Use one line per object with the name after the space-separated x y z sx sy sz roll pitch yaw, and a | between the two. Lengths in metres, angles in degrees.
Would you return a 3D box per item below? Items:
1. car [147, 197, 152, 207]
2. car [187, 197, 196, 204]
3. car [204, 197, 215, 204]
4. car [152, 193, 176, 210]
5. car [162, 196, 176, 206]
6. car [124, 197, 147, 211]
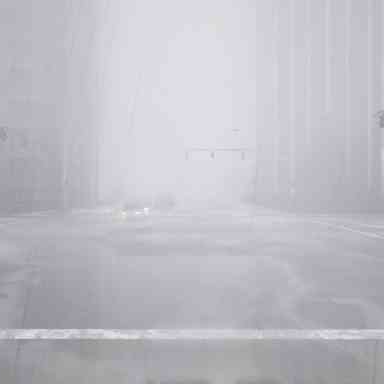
-7.152 1.491 50.696 2.128 1.511 4.902 0 0 0 | car
-0.083 1.601 65.498 1.895 1.301 4.718 0 0 0 | car
3.417 1.601 64.963 1.895 1.301 4.718 0 0 0 | car
-3.655 1.221 44.304 2.150 2.045 5.566 0 0 0 | car
-3.649 1.478 54.300 1.882 1.535 5.008 0 0 0 | car
-7.151 1.478 41.209 1.882 1.535 5.008 0 0 0 | car
